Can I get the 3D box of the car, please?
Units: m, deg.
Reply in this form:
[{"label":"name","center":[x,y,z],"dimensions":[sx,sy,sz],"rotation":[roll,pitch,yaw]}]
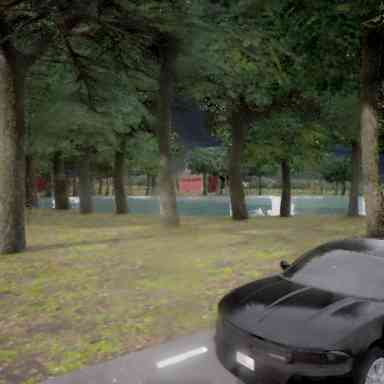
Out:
[{"label":"car","center":[2.570,1.485,4.932],"dimensions":[5.008,1.535,1.882],"rotation":[0,0,-36]}]
